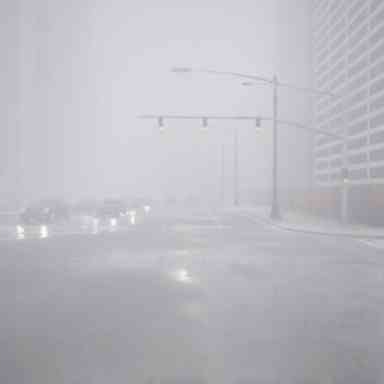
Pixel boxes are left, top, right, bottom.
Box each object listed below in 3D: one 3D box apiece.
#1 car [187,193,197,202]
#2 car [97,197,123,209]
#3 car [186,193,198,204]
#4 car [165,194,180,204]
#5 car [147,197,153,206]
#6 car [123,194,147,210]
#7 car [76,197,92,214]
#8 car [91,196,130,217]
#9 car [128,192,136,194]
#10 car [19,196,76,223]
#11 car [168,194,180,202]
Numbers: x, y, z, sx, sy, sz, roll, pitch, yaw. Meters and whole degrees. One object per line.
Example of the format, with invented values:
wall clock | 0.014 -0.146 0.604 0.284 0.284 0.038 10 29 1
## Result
car | 0.004 1.053 66.062 2.097 1.767 4.553 0 0 0
car | -10.592 1.344 43.467 2.033 1.411 5.357 0 0 0
car | 0.003 1.286 55.809 2.033 1.411 5.357 0 0 0
car | -3.497 1.230 55.809 2.128 1.511 4.902 0 0 0
car | -7.076 1.366 50.219 1.895 1.301 4.718 0 0 0
car | -7.094 1.305 39.895 2.128 1.511 4.902 0 0 0
car | -10.595 1.321 33.556 1.882 1.535 5.008 0 0 0
car | -7.098 1.366 29.544 1.837 1.490 4.892 0 0 0
car | -10.553 1.226 53.748 1.882 1.535 5.008 0 0 0
car | -10.636 1.238 24.423 2.097 1.767 4.553 0 0 1
car | -3.496 1.184 66.093 2.128 1.511 4.902 0 0 0
